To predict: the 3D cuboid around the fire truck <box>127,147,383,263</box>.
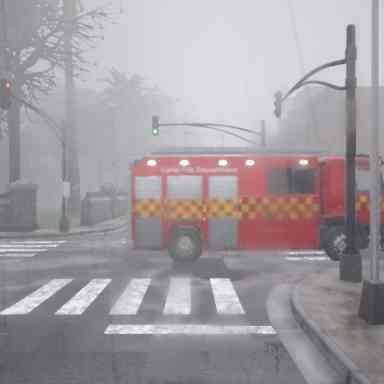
[{"bbox_3d":[2.191,0.322,11.810,8.468,3.827,2.891,0,0,0],"label":"fire truck"}]
